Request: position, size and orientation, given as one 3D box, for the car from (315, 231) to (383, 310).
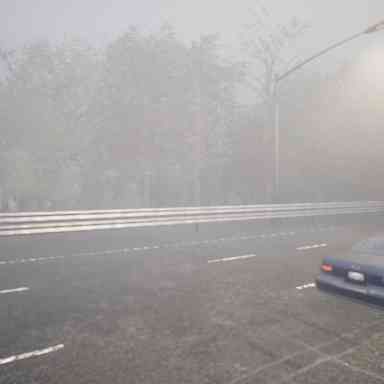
[{"bbox_3d":[4.994,1.533,7.279,5.357,1.411,2.033,0,0,-34],"label":"car"}]
